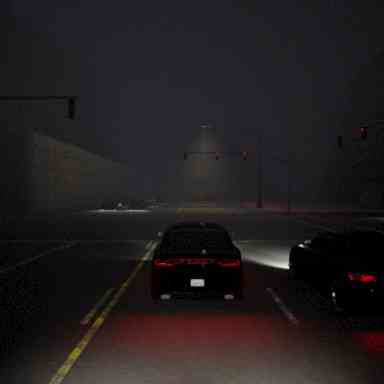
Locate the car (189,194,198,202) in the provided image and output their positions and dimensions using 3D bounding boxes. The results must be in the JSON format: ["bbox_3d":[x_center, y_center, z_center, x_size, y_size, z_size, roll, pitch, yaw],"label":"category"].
[{"bbox_3d":[0.319,1.505,73.040,1.812,1.442,4.674,0,0,0],"label":"car"}]

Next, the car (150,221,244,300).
[{"bbox_3d":[0.106,1.476,8.443,1.882,1.535,5.008,0,0,0],"label":"car"}]

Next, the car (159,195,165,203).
[{"bbox_3d":[-6.699,1.491,68.946,1.837,1.490,4.892,0,0,0],"label":"car"}]

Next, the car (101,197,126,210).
[{"bbox_3d":[-10.405,1.558,43.237,1.994,1.385,4.181,0,0,0],"label":"car"}]

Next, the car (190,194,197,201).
[{"bbox_3d":[0.363,1.353,83.042,1.882,1.535,5.008,0,0,0],"label":"car"}]

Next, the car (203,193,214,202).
[{"bbox_3d":[3.819,1.505,73.025,1.812,1.442,4.674,0,0,0],"label":"car"}]

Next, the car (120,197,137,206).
[{"bbox_3d":[-10.341,1.518,54.227,1.812,1.442,4.674,0,0,0],"label":"car"}]

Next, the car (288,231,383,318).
[{"bbox_3d":[3.606,1.563,7.462,1.994,1.385,4.181,0,0,0],"label":"car"}]

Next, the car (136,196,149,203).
[{"bbox_3d":[-10.200,1.545,68.846,1.994,1.385,4.181,0,0,0],"label":"car"}]

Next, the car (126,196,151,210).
[{"bbox_3d":[-6.904,1.558,43.277,1.994,1.385,4.181,0,0,0],"label":"car"}]

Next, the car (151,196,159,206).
[{"bbox_3d":[-6.842,1.518,53.709,1.812,1.442,4.674,0,0,0],"label":"car"}]
